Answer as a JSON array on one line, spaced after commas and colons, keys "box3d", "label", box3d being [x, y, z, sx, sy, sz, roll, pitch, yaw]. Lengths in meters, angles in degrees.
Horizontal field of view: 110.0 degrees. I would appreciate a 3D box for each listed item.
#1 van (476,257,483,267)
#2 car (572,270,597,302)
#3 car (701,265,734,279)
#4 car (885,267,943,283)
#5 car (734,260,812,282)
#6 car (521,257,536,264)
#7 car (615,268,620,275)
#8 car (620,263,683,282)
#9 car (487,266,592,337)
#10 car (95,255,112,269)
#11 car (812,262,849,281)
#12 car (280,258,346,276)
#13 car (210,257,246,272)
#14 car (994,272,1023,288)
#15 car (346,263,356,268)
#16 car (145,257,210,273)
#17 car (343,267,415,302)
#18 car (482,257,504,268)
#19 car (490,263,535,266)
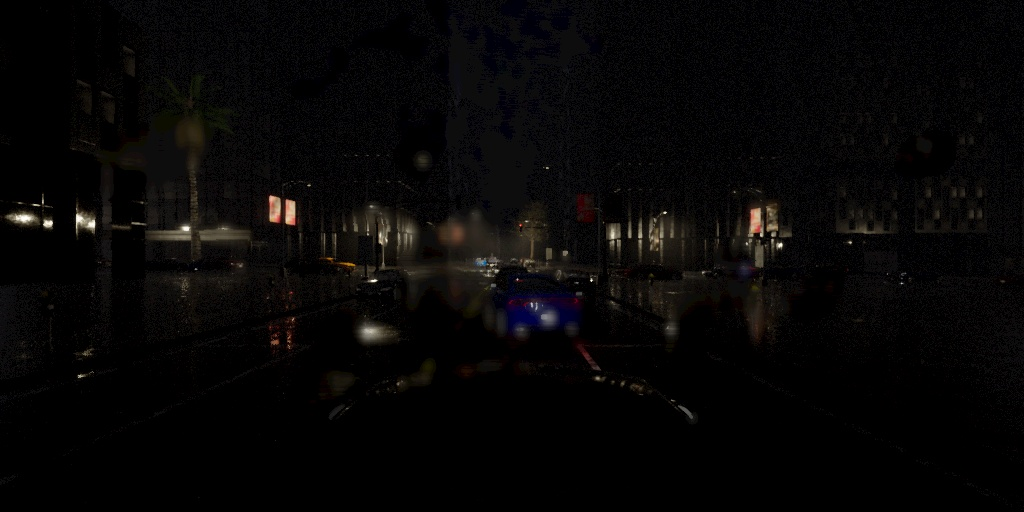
[{"box3d": [-5.546, 1.113, 64.505, 1.690, 1.789, 3.998, 0, 0, 0], "label": "van"}, {"box3d": [2.757, 1.303, 16.737, 2.007, 1.370, 4.403, 0, 0, 0], "label": "car"}, {"box3d": [23.150, 1.708, 38.839, 4.902, 1.511, 2.128, 1, 0, 0], "label": "car"}, {"box3d": [43.369, 1.953, 38.738, 4.553, 1.767, 2.097, 1, 0, 1], "label": "car"}, {"box3d": [25.670, 1.479, 35.385, 5.566, 2.045, 2.150, 1, 0, 0], "label": "car"}, {"box3d": [2.931, 1.319, 58.920, 2.007, 1.370, 4.403, 0, 0, 0], "label": "car"}, {"box3d": [13.731, 1.532, 38.851, 4.902, 1.511, 2.128, 1, 0, -1], "label": "car"}, {"box3d": [12.680, 1.486, 32.177, 5.008, 1.535, 1.882, 1, 0, 0], "label": "car"}, {"box3d": [0.458, 1.229, 10.454, 1.882, 1.535, 5.008, 0, 0, -8], "label": "car"}, {"box3d": [-42.116, 0.572, 35.596, 4.674, 1.442, 1.812, 1, 0, 1], "label": "car"}, {"box3d": [33.073, 1.626, 38.801, 5.566, 2.045, 2.150, 1, 0, 0], "label": "car"}, {"box3d": [-18.097, 0.930, 32.267, 5.008, 1.535, 1.882, 1, 0, 1], "label": "car"}, {"box3d": [-29.115, 0.792, 35.540, 4.674, 1.442, 1.812, 1, 0, 0], "label": "car"}, {"box3d": [46.229, 2.168, 32.076, 4.674, 1.442, 1.812, 1, 0, 0], "label": "car"}, {"box3d": [-18.096, 0.937, 35.511, 5.008, 1.535, 1.882, 1, 0, 0], "label": "car"}, {"box3d": [-30.636, 0.834, 32.291, 4.718, 1.301, 1.895, 1, 0, 0], "label": "car"}, {"box3d": [-5.768, 1.303, 16.737, 2.007, 1.370, 4.403, 0, 0, 0], "label": "car"}, {"box3d": [-2.928, 1.259, 56.103, 2.128, 1.511, 4.902, 0, 0, 2], "label": "car"}, {"box3d": [0.061, 1.257, 17.944, 1.837, 1.490, 4.892, 0, 0, 0], "label": "car"}]
